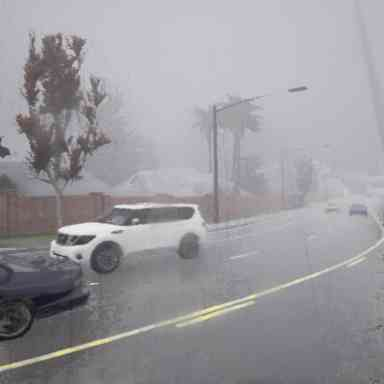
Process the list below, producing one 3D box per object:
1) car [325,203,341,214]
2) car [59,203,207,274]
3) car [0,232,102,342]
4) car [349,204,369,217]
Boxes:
[{"bbox_3d":[20.590,2.303,48.625,1.882,1.535,5.008,-1,-1,28],"label":"car"},{"bbox_3d":[-1.896,1.407,11.668,5.566,2.045,2.150,1,-1,-43],"label":"car"},{"bbox_3d":[-4.403,1.622,5.139,5.357,1.411,2.033,1,-1,-35],"label":"car"},{"bbox_3d":[19.800,2.126,39.490,1.882,1.535,5.008,-1,-1,27],"label":"car"}]
